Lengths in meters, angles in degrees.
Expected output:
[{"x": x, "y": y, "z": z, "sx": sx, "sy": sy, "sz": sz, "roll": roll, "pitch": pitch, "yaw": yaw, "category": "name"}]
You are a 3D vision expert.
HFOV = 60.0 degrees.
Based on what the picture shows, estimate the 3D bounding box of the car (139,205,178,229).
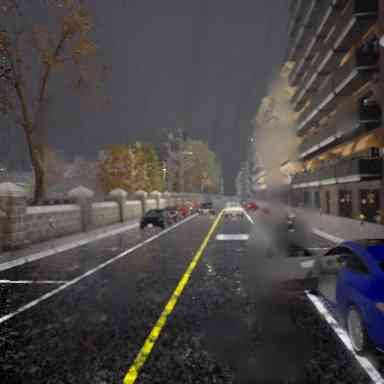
[{"x": -2.588, "y": 1.916, "z": 24.675, "sx": 1.947, "sy": 1.339, "sz": 4.313, "roll": -1, "pitch": -1, "yaw": 7, "category": "car"}]

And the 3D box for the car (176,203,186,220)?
[{"x": -1.932, "y": 1.987, "z": 30.267, "sx": 1.802, "sy": 1.307, "sz": 4.206, "roll": -1, "pitch": -1, "yaw": 7, "category": "car"}]

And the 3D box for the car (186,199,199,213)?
[{"x": -0.621, "y": 1.962, "z": 41.447, "sx": 1.967, "sy": 1.590, "sz": 4.097, "roll": -1, "pitch": -1, "yaw": 7, "category": "car"}]

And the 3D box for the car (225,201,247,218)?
[{"x": 4.387, "y": 1.935, "z": 34.663, "sx": 1.895, "sy": 1.301, "sz": 4.718, "roll": -1, "pitch": -1, "yaw": 7, "category": "car"}]

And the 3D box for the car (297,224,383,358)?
[{"x": 3.289, "y": 1.532, "z": 5.790, "sx": 1.812, "sy": 1.442, "sz": 4.674, "roll": -1, "pitch": -1, "yaw": 7, "category": "car"}]

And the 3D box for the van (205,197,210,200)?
[{"x": 2.003, "y": 2.113, "z": 63.816, "sx": 1.690, "sy": 1.788, "sz": 3.998, "roll": -1, "pitch": -1, "yaw": 7, "category": "van"}]

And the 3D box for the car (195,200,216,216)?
[{"x": 1.823, "y": 1.974, "z": 39.581, "sx": 1.812, "sy": 1.442, "sz": 4.674, "roll": -1, "pitch": -1, "yaw": 7, "category": "car"}]

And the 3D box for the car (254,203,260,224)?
[{"x": 5.733, "y": 1.718, "z": 23.699, "sx": 1.887, "sy": 1.381, "sz": 4.507, "roll": -1, "pitch": -1, "yaw": 7, "category": "car"}]

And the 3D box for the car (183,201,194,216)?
[{"x": -1.276, "y": 2.006, "z": 35.856, "sx": 1.887, "sy": 1.381, "sz": 4.507, "roll": -1, "pitch": -1, "yaw": 7, "category": "car"}]

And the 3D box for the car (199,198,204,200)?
[{"x": 0.032, "y": 1.900, "z": 47.041, "sx": 2.192, "sy": 1.841, "sz": 5.009, "roll": -1, "pitch": -1, "yaw": 7, "category": "car"}]

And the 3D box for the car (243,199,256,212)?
[{"x": 8.359, "y": 1.990, "z": 46.062, "sx": 1.802, "sy": 1.307, "sz": 4.206, "roll": -1, "pitch": -1, "yaw": 7, "category": "car"}]

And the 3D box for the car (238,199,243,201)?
[{"x": 5.524, "y": 2.048, "z": 44.867, "sx": 1.895, "sy": 1.301, "sz": 4.718, "roll": -1, "pitch": -1, "yaw": 7, "category": "car"}]

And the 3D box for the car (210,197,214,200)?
[{"x": 3.320, "y": 2.464, "z": 74.997, "sx": 1.947, "sy": 1.339, "sz": 4.313, "roll": -1, "pitch": -1, "yaw": 7, "category": "car"}]

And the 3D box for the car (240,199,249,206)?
[{"x": 11.642, "y": 2.288, "z": 74.022, "sx": 1.947, "sy": 1.339, "sz": 4.313, "roll": -1, "pitch": -1, "yaw": 7, "category": "car"}]

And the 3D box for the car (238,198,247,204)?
[{"x": 12.953, "y": 2.292, "z": 85.205, "sx": 1.967, "sy": 1.590, "sz": 4.097, "roll": -1, "pitch": -1, "yaw": 7, "category": "car"}]

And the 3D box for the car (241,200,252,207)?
[{"x": 10.329, "y": 2.177, "z": 62.838, "sx": 1.802, "sy": 1.307, "sz": 4.206, "roll": -1, "pitch": -1, "yaw": 7, "category": "car"}]

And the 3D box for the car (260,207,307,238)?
[{"x": 5.076, "y": 1.670, "z": 18.107, "sx": 2.008, "sy": 1.369, "sz": 4.403, "roll": -1, "pitch": -1, "yaw": 7, "category": "car"}]

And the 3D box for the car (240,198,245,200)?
[{"x": 9.670, "y": 1.973, "z": 57.248, "sx": 1.967, "sy": 1.590, "sz": 4.097, "roll": -1, "pitch": -1, "yaw": 7, "category": "car"}]
